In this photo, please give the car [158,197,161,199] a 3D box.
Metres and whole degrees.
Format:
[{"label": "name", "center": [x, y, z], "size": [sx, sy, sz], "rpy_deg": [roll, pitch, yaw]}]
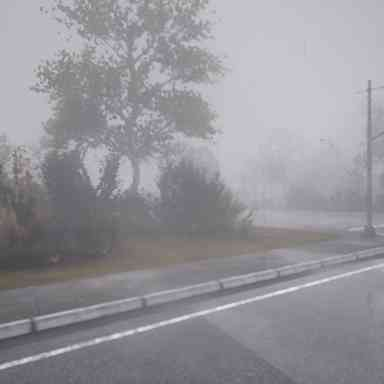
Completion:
[{"label": "car", "center": [-5.216, 1.814, 52.909], "size": [5.566, 2.045, 2.150], "rpy_deg": [-2, -1, 40]}]
